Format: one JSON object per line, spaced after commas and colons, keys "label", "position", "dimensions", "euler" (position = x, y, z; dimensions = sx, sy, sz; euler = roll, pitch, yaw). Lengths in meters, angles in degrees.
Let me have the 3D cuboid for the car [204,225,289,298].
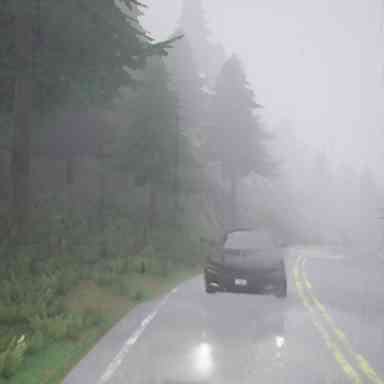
{"label": "car", "position": [1.645, 1.750, 9.472], "dimensions": [1.882, 1.535, 5.008], "euler": [-1, -3, 14]}
